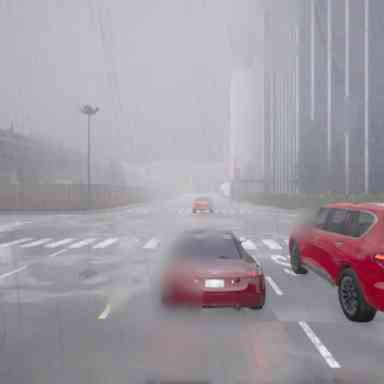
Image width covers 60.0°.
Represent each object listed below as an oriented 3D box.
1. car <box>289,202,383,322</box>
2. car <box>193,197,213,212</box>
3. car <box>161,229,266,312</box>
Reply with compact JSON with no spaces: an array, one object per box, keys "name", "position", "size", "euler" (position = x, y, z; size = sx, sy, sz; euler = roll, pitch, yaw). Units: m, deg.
[{"name":"car","position":[3.818,1.216,7.310],"size":[2.150,2.045,5.566],"euler":[0,0,1]},{"name":"car","position":[1.261,1.331,38.013],"size":[2.097,1.767,4.553],"euler":[0,0,2]},{"name":"car","position":[0.375,1.558,7.795],"size":[1.994,1.385,4.181],"euler":[0,0,-1]}]
